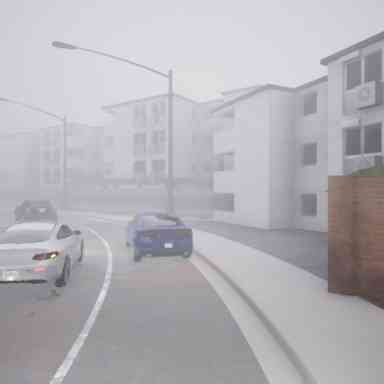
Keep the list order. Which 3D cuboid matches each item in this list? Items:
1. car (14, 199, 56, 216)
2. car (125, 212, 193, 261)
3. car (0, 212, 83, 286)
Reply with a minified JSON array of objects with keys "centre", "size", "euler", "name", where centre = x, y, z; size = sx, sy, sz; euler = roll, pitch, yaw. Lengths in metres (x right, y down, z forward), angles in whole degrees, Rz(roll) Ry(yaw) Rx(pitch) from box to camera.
[{"centre":[-11.395,1.309,24.061],"size":[2.097,1.767,4.553],"euler":[0,0,-37],"name":"car"},{"centre":[-1.384,1.463,12.421],"size":[1.882,1.535,5.008],"euler":[0,0,-16],"name":"car"},{"centre":[-4.127,1.509,9.051],"size":[1.812,1.442,4.674],"euler":[0,0,-11],"name":"car"}]
